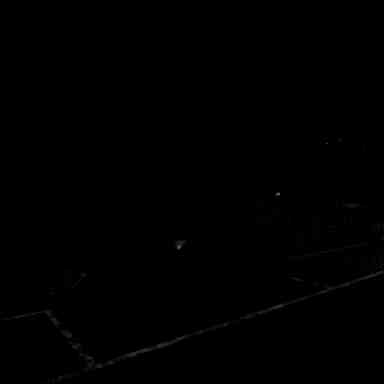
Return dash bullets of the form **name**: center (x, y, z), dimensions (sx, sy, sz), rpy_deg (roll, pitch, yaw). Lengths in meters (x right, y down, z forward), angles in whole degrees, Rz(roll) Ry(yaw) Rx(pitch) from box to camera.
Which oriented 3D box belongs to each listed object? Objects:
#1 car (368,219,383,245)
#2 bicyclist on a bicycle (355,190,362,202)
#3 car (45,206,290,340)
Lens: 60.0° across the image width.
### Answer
- **car**: center (8.803, 1.323, 13.206), dimensions (4.829, 1.417, 1.752), rpy_deg (-1, 1, -36)
- **bicyclist on a bicycle**: center (22.048, 0.556, 44.072), dimensions (1.656, 1.620, 0.582), rpy_deg (-1, 1, -36)
- **car**: center (-0.155, 1.266, 6.684), dimensions (5.009, 1.841, 2.192), rpy_deg (-1, 1, -36)
